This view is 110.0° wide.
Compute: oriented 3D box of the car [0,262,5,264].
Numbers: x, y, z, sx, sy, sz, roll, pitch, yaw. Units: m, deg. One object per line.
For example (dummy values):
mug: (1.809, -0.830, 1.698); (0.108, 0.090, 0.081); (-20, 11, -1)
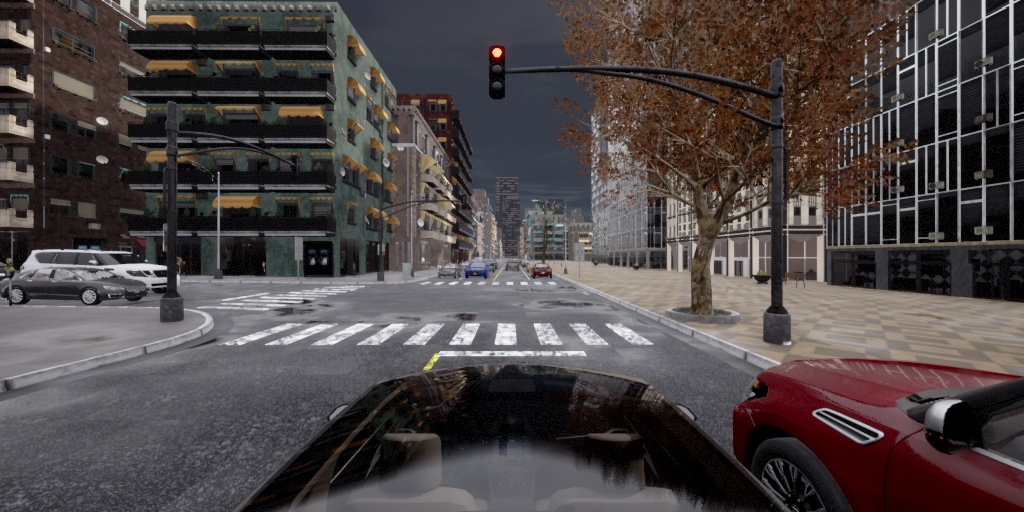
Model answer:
car: (-33.196, 0.869, 21.801); (4.403, 1.370, 2.007); (0, 0, -1)

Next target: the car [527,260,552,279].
car: (2.680, 1.307, 33.018); (1.888, 1.381, 4.507); (0, 0, 0)

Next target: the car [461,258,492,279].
car: (-3.105, 1.239, 32.508); (1.882, 1.535, 5.008); (0, 0, 0)

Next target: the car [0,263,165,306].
car: (-16.439, 1.091, 13.596); (4.403, 1.370, 2.007); (0, 0, -1)

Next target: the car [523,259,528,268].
car: (2.676, 1.298, 44.253); (1.751, 1.417, 4.829); (0, 0, 0)

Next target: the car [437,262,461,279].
car: (-5.700, 1.313, 33.015); (2.007, 1.370, 4.403); (0, 0, 0)

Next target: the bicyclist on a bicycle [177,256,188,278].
bicyclist on a bicycle: (-23.177, 0.761, 24.854); (0.582, 1.620, 1.656); (1, 0, -1)

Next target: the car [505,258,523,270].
car: (0.081, 1.275, 53.555); (2.128, 1.511, 4.902); (0, 0, 0)

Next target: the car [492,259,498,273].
car: (-3.105, 1.336, 43.912); (1.994, 1.385, 4.181); (0, 0, 0)

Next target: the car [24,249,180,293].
car: (-18.432, 0.738, 16.164); (5.566, 2.045, 2.150); (1, 0, -1)

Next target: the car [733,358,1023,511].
car: (2.691, 1.065, 0.631); (2.192, 1.841, 5.009); (0, 0, 0)
